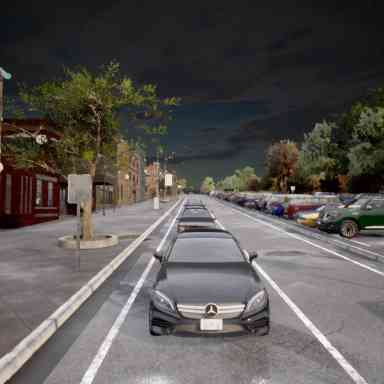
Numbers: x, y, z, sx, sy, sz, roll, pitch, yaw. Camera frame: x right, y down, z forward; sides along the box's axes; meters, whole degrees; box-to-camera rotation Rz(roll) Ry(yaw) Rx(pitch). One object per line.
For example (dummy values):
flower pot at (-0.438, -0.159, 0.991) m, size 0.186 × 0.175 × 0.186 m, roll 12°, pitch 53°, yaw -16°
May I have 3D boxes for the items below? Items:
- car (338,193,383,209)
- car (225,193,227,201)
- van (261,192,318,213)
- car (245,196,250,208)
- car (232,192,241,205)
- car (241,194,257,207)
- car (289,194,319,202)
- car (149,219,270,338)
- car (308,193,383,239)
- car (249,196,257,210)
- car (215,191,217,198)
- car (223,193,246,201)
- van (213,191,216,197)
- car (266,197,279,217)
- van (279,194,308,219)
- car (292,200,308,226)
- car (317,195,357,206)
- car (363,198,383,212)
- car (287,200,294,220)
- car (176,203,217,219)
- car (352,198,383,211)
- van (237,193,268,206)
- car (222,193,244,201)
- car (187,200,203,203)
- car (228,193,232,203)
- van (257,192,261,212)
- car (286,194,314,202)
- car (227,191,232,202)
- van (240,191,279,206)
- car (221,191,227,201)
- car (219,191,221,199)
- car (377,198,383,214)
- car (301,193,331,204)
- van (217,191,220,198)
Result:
car at (22.178, 1.153, 42.949) m, size 5.566 × 2.045 × 2.435 m, roll 0°, pitch 0°, yaw 0°
car at (9.002, 1.279, 61.872) m, size 4.674 × 1.452 × 2.002 m, roll 0°, pitch 1°, yaw 0°
van at (9.086, 1.230, 31.030) m, size 4.442 × 1.987 × 1.878 m, roll 0°, pitch 0°, yaw 0°
car at (9.146, 1.465, 39.444) m, size 4.674 × 1.452 × 2.002 m, roll 0°, pitch 0°, yaw 0°
car at (9.067, 1.113, 47.853) m, size 5.566 × 2.045 × 2.435 m, roll 0°, pitch 1°, yaw 0°
car at (9.137, 1.409, 42.247) m, size 4.892 × 1.521 × 2.231 m, roll 0°, pitch 0°, yaw 0°
car at (21.879, 1.209, 65.155) m, size 5.366 × 1.575 × 1.946 m, roll 0°, pitch 0°, yaw 0°
car at (0.258, 1.524, 6.812) m, size 1.812 × 1.442 × 4.674 m, roll 0°, pitch 0°, yaw 0°
car at (9.264, 1.221, 17.011) m, size 5.566 × 2.045 × 2.435 m, roll 0°, pitch 0°, yaw 0°
car at (9.196, 1.470, 36.636) m, size 4.792 × 1.488 × 2.163 m, roll 0°, pitch 0°, yaw 0°
car at (8.874, 1.065, 81.493) m, size 5.008 × 1.535 × 2.097 m, roll 0°, pitch 1°, yaw 0°
car at (8.920, 1.039, 70.280) m, size 4.553 × 1.767 × 2.185 m, roll 0°, pitch 1°, yaw 0°
van at (8.709, 0.764, 89.900) m, size 4.442 × 1.987 × 1.878 m, roll 0°, pitch 1°, yaw 0°
car at (9.215, 1.460, 28.224) m, size 5.008 × 1.535 × 2.097 m, roll 0°, pitch 0°, yaw 0°
van at (9.355, 1.237, 25.421) m, size 4.442 × 1.987 × 1.878 m, roll 0°, pitch 0°, yaw 0°
car at (9.089, 1.466, 19.814) m, size 5.366 × 1.575 × 1.946 m, roll 0°, pitch 0°, yaw 0°
car at (22.339, 1.332, 51.280) m, size 5.366 × 1.575 × 1.946 m, roll 0°, pitch 1°, yaw 0°
car at (22.212, 1.468, 37.393) m, size 4.792 × 1.488 × 2.163 m, roll 0°, pitch 0°, yaw 0°
car at (9.259, 1.506, 22.618) m, size 4.674 × 1.452 × 2.002 m, roll 0°, pitch 0°, yaw 0°
car at (0.205, 1.532, 17.391) m, size 2.033 × 1.411 × 5.357 m, roll 0°, pitch 0°, yaw 0°
car at (22.252, 1.452, 40.176) m, size 4.792 × 1.488 × 2.163 m, roll 0°, pitch 0°, yaw 0°
van at (9.193, 1.113, 50.658) m, size 4.442 × 1.987 × 1.878 m, roll 0°, pitch 1°, yaw 0°
car at (8.902, 1.014, 73.083) m, size 4.553 × 1.767 × 2.185 m, roll 0°, pitch 1°, yaw 0°
car at (0.241, 1.442, 29.838) m, size 2.128 × 1.511 × 4.902 m, roll 0°, pitch 0°, yaw 0°
car at (9.034, 1.290, 56.266) m, size 4.892 × 1.521 × 2.231 m, roll 0°, pitch 1°, yaw 0°
van at (9.301, 1.222, 33.833) m, size 4.442 × 1.987 × 1.878 m, roll 0°, pitch 0°, yaw 0°
car at (22.052, 1.188, 67.933) m, size 4.892 × 1.521 × 2.231 m, roll 0°, pitch 1°, yaw 0°
car at (9.054, 1.139, 59.068) m, size 4.553 × 1.767 × 2.185 m, roll 0°, pitch 1°, yaw 0°
van at (9.229, 1.163, 45.054) m, size 4.442 × 1.987 × 1.878 m, roll 0°, pitch 0°, yaw 0°
car at (8.959, 0.963, 64.673) m, size 5.566 × 2.045 × 2.435 m, roll 0°, pitch 1°, yaw 0°
car at (8.941, 0.938, 67.476) m, size 5.566 × 2.045 × 2.435 m, roll 0°, pitch 1°, yaw 0°
car at (22.444, 1.444, 34.622) m, size 5.366 × 1.575 × 1.946 m, roll 0°, pitch 0°, yaw 0°
car at (22.130, 1.135, 59.606) m, size 4.553 × 1.767 × 2.185 m, roll 0°, pitch 1°, yaw 0°
van at (8.781, 0.864, 78.688) m, size 4.442 × 1.987 × 1.878 m, roll 0°, pitch 1°, yaw 0°
